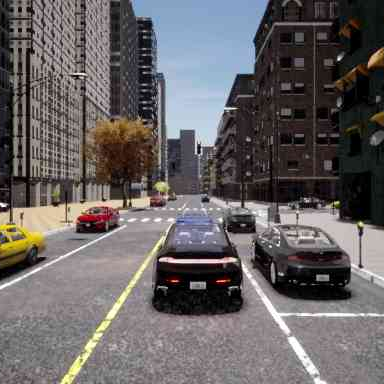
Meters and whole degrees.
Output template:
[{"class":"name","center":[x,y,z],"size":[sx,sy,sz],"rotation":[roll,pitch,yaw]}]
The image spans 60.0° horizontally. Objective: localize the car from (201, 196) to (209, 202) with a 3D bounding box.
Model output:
[{"class":"car","center":[3.049,1.599,80.332],"size":[1.752,1.417,4.829],"rotation":[0,0,0]}]

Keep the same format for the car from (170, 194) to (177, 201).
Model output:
[{"class":"car","center":[-5.308,1.650,85.724],"size":[1.947,1.339,4.313],"rotation":[0,0,0]}]

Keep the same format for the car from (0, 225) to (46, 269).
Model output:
[{"class":"car","center":[-5.653,1.526,8.963],"size":[1.752,1.417,4.829],"rotation":[0,0,0]}]

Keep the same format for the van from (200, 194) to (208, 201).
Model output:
[{"class":"van","center":[3.072,1.425,85.686],"size":[1.690,1.788,3.998],"rotation":[0,0,0]}]

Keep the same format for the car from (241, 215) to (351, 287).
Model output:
[{"class":"car","center":[2.728,1.552,9.095],"size":[2.008,1.369,4.403],"rotation":[0,0,0]}]

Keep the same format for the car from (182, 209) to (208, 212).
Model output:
[{"class":"car","center":[0.159,1.605,18.613],"size":[1.895,1.301,4.718],"rotation":[0,0,1]}]

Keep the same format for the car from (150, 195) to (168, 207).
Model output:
[{"class":"car","center":[-5.457,1.349,52.586],"size":[2.192,1.841,5.009],"rotation":[0,0,0]}]

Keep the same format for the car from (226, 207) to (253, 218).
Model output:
[{"class":"car","center":[2.778,1.555,20.161],"size":[2.008,1.369,4.403],"rotation":[0,0,0]}]

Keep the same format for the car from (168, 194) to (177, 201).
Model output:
[{"class":"car","center":[-5.284,1.410,91.246],"size":[2.192,1.841,5.009],"rotation":[0,0,0]}]

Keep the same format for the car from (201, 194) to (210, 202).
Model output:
[{"class":"car","center":[3.023,1.630,74.639],"size":[1.947,1.339,4.313],"rotation":[0,0,0]}]

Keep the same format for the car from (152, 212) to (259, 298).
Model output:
[{"class":"car","center":[0.126,1.492,8.496],"size":[2.128,1.511,4.902],"rotation":[0,0,0]}]

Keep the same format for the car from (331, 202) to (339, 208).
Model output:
[{"class":"car","center":[18.999,1.259,39.548],"size":[4.829,1.417,1.752],"rotation":[-1,1,0]}]

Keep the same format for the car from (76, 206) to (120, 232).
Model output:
[{"class":"car","center":[-5.602,1.549,20.198],"size":[1.887,1.381,4.507],"rotation":[0,0,0]}]

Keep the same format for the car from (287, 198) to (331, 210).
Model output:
[{"class":"car","center":[13.602,1.360,39.518],"size":[4.403,1.369,2.008],"rotation":[-1,1,0]}]

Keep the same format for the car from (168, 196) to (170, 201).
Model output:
[{"class":"car","center":[-5.432,1.607,58.109],"size":[1.947,1.339,4.313],"rotation":[0,0,0]}]
